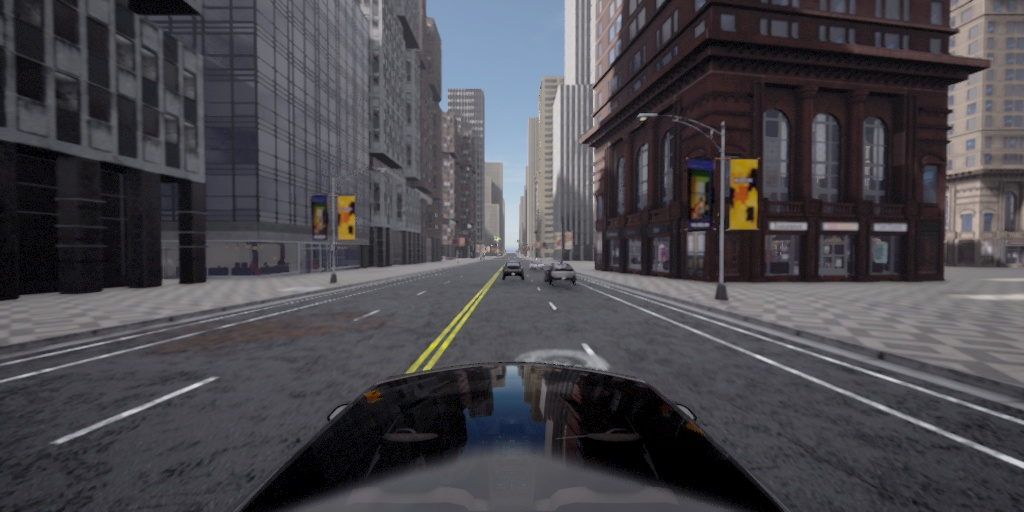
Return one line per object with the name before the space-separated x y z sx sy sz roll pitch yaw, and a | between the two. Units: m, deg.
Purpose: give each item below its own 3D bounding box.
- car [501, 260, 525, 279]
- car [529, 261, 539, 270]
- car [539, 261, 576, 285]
car | 0.106 1.236 32.109 1.837 1.490 4.892 0 0 0
car | 3.359 1.311 49.865 1.895 1.301 4.718 0 0 0
car | 3.354 1.227 25.638 2.128 1.511 4.902 0 0 0
